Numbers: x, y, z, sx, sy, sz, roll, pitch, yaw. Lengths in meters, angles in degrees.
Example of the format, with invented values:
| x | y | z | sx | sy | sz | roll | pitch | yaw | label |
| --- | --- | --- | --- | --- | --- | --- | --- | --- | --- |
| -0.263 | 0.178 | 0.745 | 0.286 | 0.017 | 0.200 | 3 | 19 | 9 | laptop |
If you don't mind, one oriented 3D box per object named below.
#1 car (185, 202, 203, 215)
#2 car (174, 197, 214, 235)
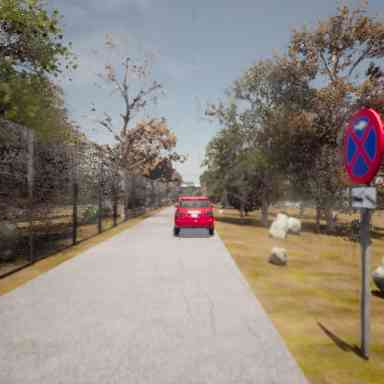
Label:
| x | y | z | sx | sy | sz | roll | pitch | yaw | label |
| --- | --- | --- | --- | --- | --- | --- | --- | --- | --- |
| 0.203 | 1.832 | 38.120 | 1.895 | 1.301 | 4.718 | 0 | 0 | 0 | car |
| 0.128 | 1.312 | 19.731 | 2.150 | 2.045 | 5.566 | 0 | 0 | 0 | car |
